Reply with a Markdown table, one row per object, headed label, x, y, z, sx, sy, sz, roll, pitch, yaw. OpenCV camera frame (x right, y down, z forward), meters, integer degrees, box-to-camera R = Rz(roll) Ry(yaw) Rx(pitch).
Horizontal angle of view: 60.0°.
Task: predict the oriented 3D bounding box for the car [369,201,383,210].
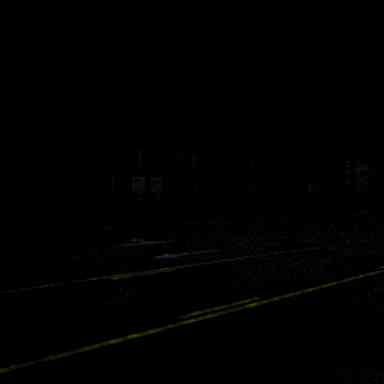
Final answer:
| label | x | y | z | sx | sy | sz | roll | pitch | yaw |
| --- | --- | --- | --- | --- | --- | --- | --- | --- | --- |
| car | 29.732 | 2.156 | 52.066 | 1.994 | 1.385 | 4.181 | 1 | 0 | -6 |
